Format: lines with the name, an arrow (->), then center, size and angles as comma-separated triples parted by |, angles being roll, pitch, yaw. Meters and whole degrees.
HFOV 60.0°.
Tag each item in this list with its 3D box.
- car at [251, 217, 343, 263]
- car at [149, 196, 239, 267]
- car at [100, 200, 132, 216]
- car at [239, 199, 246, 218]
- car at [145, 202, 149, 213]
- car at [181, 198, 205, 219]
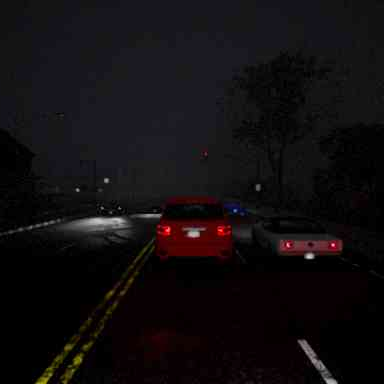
car -> 3.325, 1.505, 11.591 | 1.895, 1.301, 4.718 | 0, 0, 0
car -> 0.077, 1.131, 11.139 | 2.150, 2.045, 5.566 | 0, 1, 1
car -> -6.598, 1.354, 29.304 | 1.895, 1.301, 4.718 | 0, 0, 0
car -> 3.319, 1.243, 27.884 | 1.882, 1.535, 5.008 | 0, 1, 0
car -> -3.334, 1.272, 32.545 | 2.033, 1.411, 5.357 | 0, 0, 0
car -> 0.069, 1.297, 27.217 | 1.812, 1.442, 4.674 | 0, 0, 0
